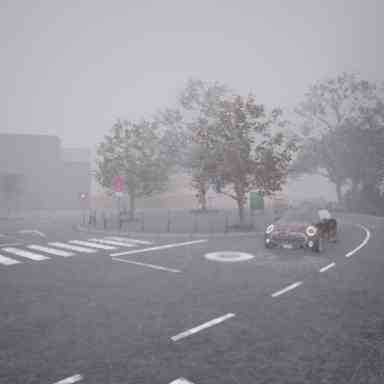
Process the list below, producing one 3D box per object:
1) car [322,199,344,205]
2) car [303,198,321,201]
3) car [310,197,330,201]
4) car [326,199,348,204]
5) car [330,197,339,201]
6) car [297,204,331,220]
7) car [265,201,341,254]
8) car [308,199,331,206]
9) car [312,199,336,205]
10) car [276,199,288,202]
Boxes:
[{"bbox_3d":[35.651,2.433,84.216,4.674,1.452,2.002,-1,-1,43],"label":"car"},{"bbox_3d":[16.331,1.941,46.988,1.837,1.490,4.892,-1,-1,9],"label":"car"},{"bbox_3d":[27.947,2.064,75.948,5.566,2.045,2.435,-1,-1,43],"label":"car"},{"bbox_3d":[37.576,2.450,86.285,4.674,1.452,2.002,-1,-1,43],"label":"car"},{"bbox_3d":[30.236,2.207,67.099,1.882,1.535,5.008,-1,-1,43],"label":"car"},{"bbox_3d":[11.379,1.827,31.354,1.895,1.301,4.718,0,-1,7],"label":"car"},{"bbox_3d":[4.797,1.445,14.226,2.097,1.767,4.553,-1,-1,34],"label":"car"},{"bbox_3d":[29.887,2.376,77.999,4.674,1.452,2.002,-1,-1,43],"label":"car"},{"bbox_3d":[31.807,2.356,80.075,5.008,1.535,2.097,-1,-1,43],"label":"car"},{"bbox_3d":[14.087,1.883,52.146,2.097,1.767,4.553,0,-1,23],"label":"car"}]
